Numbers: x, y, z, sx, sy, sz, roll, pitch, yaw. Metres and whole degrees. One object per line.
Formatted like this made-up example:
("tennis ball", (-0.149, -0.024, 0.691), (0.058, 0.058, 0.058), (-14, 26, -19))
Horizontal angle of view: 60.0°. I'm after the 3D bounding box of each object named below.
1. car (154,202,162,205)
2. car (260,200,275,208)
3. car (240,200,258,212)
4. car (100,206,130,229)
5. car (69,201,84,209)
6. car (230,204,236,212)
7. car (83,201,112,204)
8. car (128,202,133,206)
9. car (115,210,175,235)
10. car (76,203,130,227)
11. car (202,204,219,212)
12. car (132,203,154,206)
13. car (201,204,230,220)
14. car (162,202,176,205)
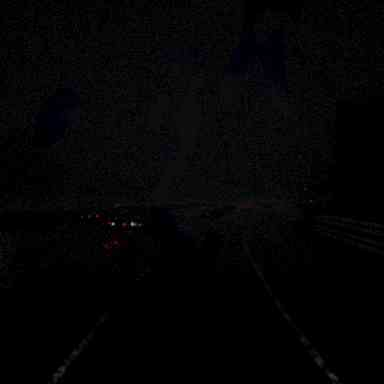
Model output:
("car", (-8.911, 3.488, 89.747), (1.882, 1.535, 5.008), (-1, -1, 20))
("car", (19.552, 3.323, 86.103), (1.994, 1.385, 4.181), (-1, -1, 20))
("car", (10.034, 2.763, 59.876), (1.882, 1.535, 5.008), (-1, -1, 20))
("car", (-5.275, 2.253, 27.946), (1.837, 1.490, 4.892), (-1, -1, 20))
("car", (-19.677, 2.734, 60.130), (2.150, 2.045, 5.566), (-1, -1, 20))
("car", (6.738, 2.898, 61.053), (1.994, 1.385, 4.181), (-1, -1, 20))
("car", (-16.240, 2.693, 59.366), (2.150, 2.045, 5.566), (-1, -1, 21))
("car", (-14.274, 3.132, 74.972), (2.097, 1.767, 4.553), (-1, -1, 20))
("car", (-3.008, 2.197, 23.932), (2.033, 1.411, 5.357), (-1, -1, 20))
("car", (-8.070, 2.174, 30.511), (2.097, 1.767, 4.553), (-1, -1, 20))
("car", (3.459, 2.984, 62.271), (1.895, 1.301, 4.718), (-1, -1, 20))
("car", (-10.838, 3.287, 74.174), (1.994, 1.385, 4.181), (-1, -1, 20))
("car", (2.620, 2.402, 39.445), (1.882, 1.535, 5.008), (-1, -1, 20))
("car", (-5.465, 3.527, 88.980), (2.128, 1.511, 4.902), (-1, -1, 20))
